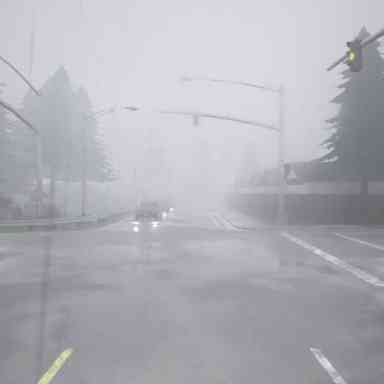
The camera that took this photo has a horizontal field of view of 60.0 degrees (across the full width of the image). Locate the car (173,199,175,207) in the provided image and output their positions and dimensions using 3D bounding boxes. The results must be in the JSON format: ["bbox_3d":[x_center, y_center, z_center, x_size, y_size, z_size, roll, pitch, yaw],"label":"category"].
[{"bbox_3d":[-3.502,1.504,48.302,1.837,1.490,4.892,0,0,2],"label":"car"}]

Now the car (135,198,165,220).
[{"bbox_3d":[-3.596,1.505,28.033,1.837,1.490,4.892,0,0,0],"label":"car"}]

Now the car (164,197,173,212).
[{"bbox_3d":[-3.588,1.564,37.947,1.994,1.385,4.181,0,0,0],"label":"car"}]
